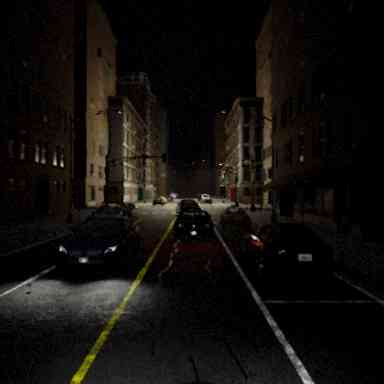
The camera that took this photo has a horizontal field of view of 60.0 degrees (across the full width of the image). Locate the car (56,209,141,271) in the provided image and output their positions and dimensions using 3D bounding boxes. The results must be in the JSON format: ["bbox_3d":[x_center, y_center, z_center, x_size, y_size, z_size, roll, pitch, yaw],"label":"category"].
[{"bbox_3d":[-2.848,1.521,11.062,1.812,1.442,4.674,0,0,0],"label":"car"}]

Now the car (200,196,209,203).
[{"bbox_3d":[2.645,1.537,69.970,1.802,1.307,4.206,0,0,0],"label":"car"}]

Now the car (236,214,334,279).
[{"bbox_3d":[2.638,1.561,9.832,1.947,1.339,4.313,0,0,0],"label":"car"}]

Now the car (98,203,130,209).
[{"bbox_3d":[-5.386,1.571,21.193,1.802,1.307,4.206,0,0,0],"label":"car"}]

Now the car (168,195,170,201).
[{"bbox_3d":[-5.393,1.489,58.986,1.752,1.417,4.829,0,0,0],"label":"car"}]

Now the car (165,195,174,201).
[{"bbox_3d":[-5.412,1.474,80.611,1.752,1.417,4.829,0,0,0],"label":"car"}]

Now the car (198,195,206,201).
[{"bbox_3d":[2.649,1.510,86.188,1.947,1.339,4.313,0,0,0],"label":"car"}]

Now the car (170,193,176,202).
[{"bbox_3d":[-5.407,1.392,75.375,1.967,1.590,4.097,0,0,0],"label":"car"}]

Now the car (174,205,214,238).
[{"bbox_3d":[0.097,1.592,17.559,1.895,1.301,4.718,0,0,0],"label":"car"}]

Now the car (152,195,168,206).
[{"bbox_3d":[-5.388,1.518,53.750,2.008,1.369,4.403,0,0,0],"label":"car"}]

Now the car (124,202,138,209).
[{"bbox_3d":[-5.386,1.537,26.874,2.008,1.369,4.403,0,0,0],"label":"car"}]

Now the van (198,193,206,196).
[{"bbox_3d":[2.643,1.300,64.563,1.690,1.788,3.998,0,0,0],"label":"van"}]

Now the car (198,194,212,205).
[{"bbox_3d":[2.642,1.514,59.157,2.008,1.369,4.403,0,0,0],"label":"car"}]

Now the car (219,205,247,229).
[{"bbox_3d":[2.639,1.515,21.364,1.752,1.417,4.829,0,0,0],"label":"car"}]

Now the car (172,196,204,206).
[{"bbox_3d":[-0.461,1.459,32.101,1.882,1.535,5.008,0,0,-9],"label":"car"}]

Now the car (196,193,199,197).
[{"bbox_3d":[2.648,1.263,80.782,2.192,1.841,5.009,0,0,0],"label":"car"}]
